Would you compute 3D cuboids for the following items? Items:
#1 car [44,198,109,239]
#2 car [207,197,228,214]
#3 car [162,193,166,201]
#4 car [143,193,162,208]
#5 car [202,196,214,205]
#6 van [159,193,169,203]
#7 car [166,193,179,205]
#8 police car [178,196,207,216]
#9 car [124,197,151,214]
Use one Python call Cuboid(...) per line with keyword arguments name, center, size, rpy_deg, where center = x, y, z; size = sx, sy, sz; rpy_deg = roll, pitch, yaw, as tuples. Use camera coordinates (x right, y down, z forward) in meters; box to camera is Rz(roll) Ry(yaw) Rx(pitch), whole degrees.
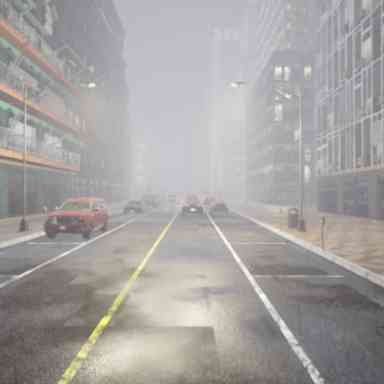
Cuboid(name="car", center=(-5.681, 1.245, 17.108), size=(2.192, 1.841, 5.009), rpy_deg=(1, 0, 0))
Cuboid(name="car", center=(2.693, 1.462, 33.679), size=(1.802, 1.307, 4.206), rpy_deg=(1, 0, 0))
Cuboid(name="car", center=(-5.694, 1.155, 50.247), size=(2.192, 1.841, 5.009), rpy_deg=(1, 0, 0))
Cuboid(name="car", center=(-5.691, 1.167, 44.724), size=(2.192, 1.841, 5.009), rpy_deg=(1, 0, 0))
Cuboid(name="car", center=(2.699, 1.356, 55.942), size=(1.752, 1.417, 4.829), rpy_deg=(1, 0, 0))
Cuboid(name="van", center=(-5.670, 1.159, 66.817), size=(1.690, 1.788, 3.998), rpy_deg=(1, 0, 0))
Cuboid(name="car", center=(-3.074, 1.185, 54.332), size=(2.097, 1.767, 4.553), rpy_deg=(0, 0, 0))
Cuboid(name="police car", center=(0.068, 1.386, 31.293), size=(2.038, 1.542, 4.974), rpy_deg=(0, 0, 0))
Cuboid(name="car", center=(-5.687, 1.446, 33.678), size=(1.947, 1.339, 4.313), rpy_deg=(1, 0, 0))
